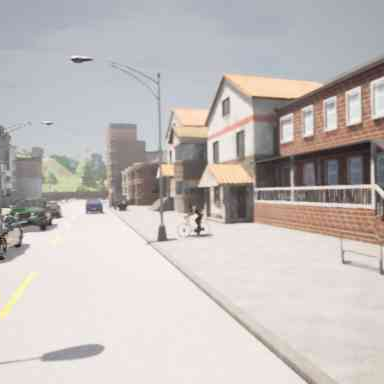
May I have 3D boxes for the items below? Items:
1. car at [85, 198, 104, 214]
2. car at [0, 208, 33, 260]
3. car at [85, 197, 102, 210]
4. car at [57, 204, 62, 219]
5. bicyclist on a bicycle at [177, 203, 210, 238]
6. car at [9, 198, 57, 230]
[{"bbox_3d":[-11.254,1.661,38.393,1.882,1.535,5.008,-1,0,-16],"label":"car"},{"bbox_3d":[-7.817,1.643,12.767,2.128,1.511,4.902,-1,0,-17],"label":"car"},{"bbox_3d":[-14.274,1.584,48.167,2.097,1.767,4.553,-1,0,-17],"label":"car"},{"bbox_3d":[-13.684,1.773,32.213,1.812,1.442,4.674,-1,0,-17],"label":"car"},{"bbox_3d":[0.079,1.320,15.650,1.656,1.620,0.582,-2,0,-17],"label":"bicyclist on a bicycle"},{"bbox_3d":[-10.729,1.420,22.354,2.150,2.045,5.566,-1,0,-17],"label":"car"}]
